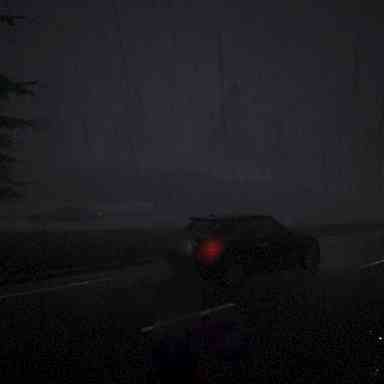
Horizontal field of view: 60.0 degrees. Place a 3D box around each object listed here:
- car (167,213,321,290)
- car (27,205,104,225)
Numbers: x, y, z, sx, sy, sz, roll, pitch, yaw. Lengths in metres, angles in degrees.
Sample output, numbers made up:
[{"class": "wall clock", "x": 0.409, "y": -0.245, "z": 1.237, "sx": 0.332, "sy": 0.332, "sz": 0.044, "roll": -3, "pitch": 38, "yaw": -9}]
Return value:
[{"class": "car", "x": 1.625, "y": 1.374, "z": 9.408, "sx": 4.553, "sy": 1.767, "sz": 2.097, "roll": 0, "pitch": 0, "yaw": -37}, {"class": "car", "x": -9.507, "y": 1.710, "z": 25.363, "sx": 5.357, "sy": 1.411, "sz": 2.033, "roll": 0, "pitch": 0, "yaw": -8}]
